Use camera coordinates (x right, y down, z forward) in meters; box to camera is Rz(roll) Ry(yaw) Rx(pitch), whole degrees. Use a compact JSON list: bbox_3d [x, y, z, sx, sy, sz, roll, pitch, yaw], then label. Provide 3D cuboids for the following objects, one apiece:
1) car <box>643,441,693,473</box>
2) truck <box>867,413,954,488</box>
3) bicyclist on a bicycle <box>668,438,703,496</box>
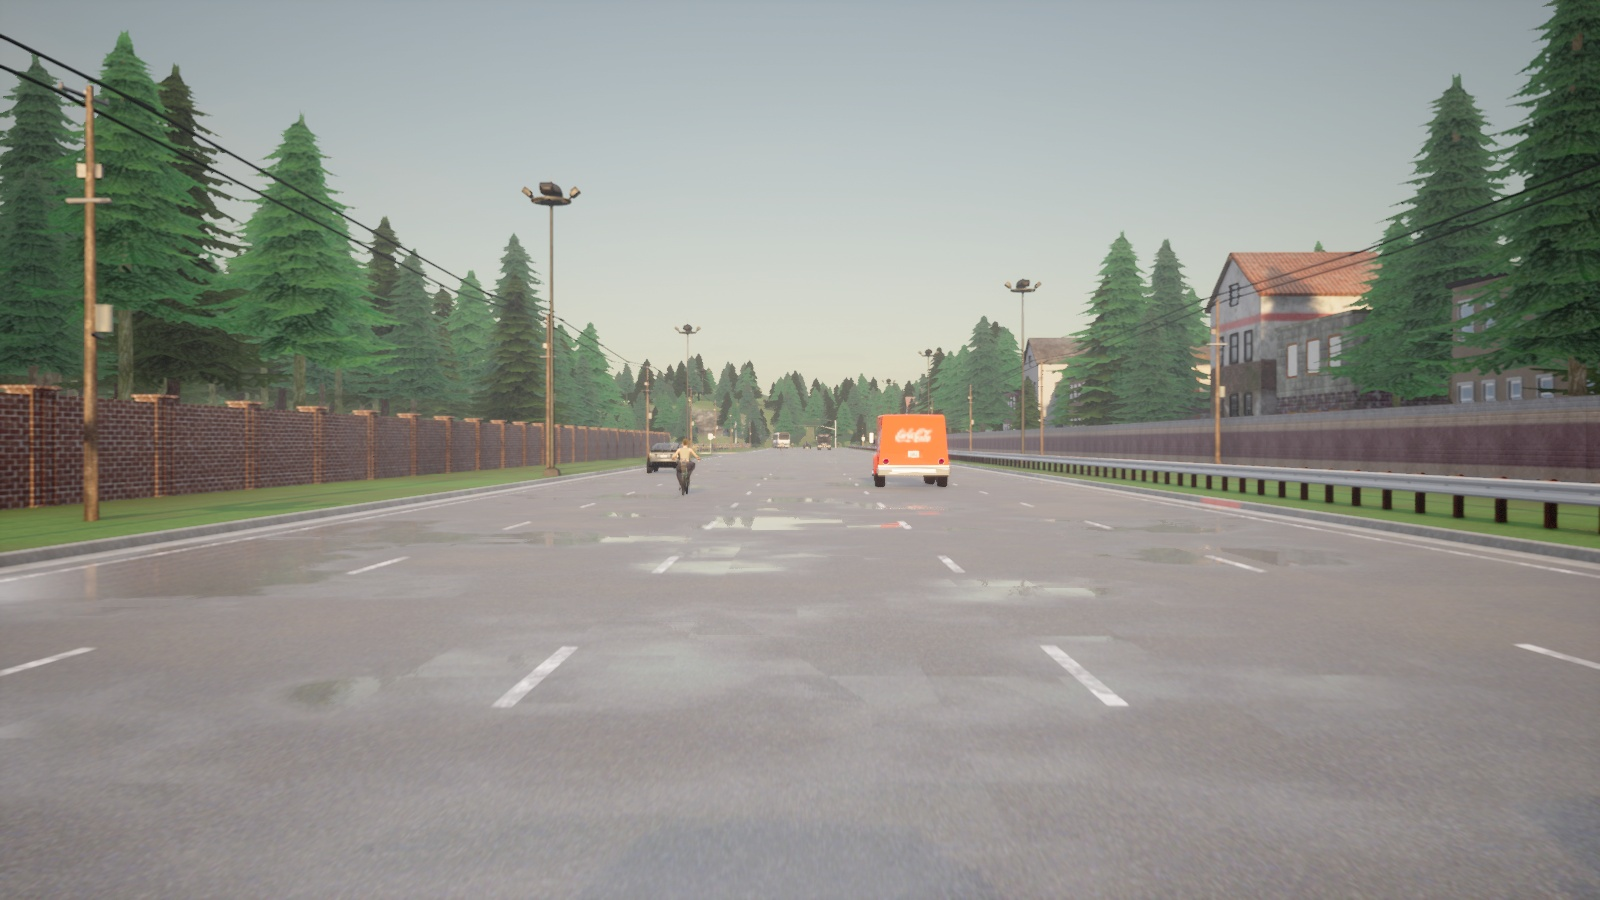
[{"bbox_3d":[-6.624,0.331,63.304,2.007,1.525,4.514,0,0,0],"label":"car"},{"bbox_3d":[3.767,0.015,43.955,2.627,2.467,5.204,0,0,0],"label":"truck"},{"bbox_3d":[-3.284,0.477,36.071,0.866,1.612,1.509,0,0,1],"label":"bicyclist on a bicycle"}]
